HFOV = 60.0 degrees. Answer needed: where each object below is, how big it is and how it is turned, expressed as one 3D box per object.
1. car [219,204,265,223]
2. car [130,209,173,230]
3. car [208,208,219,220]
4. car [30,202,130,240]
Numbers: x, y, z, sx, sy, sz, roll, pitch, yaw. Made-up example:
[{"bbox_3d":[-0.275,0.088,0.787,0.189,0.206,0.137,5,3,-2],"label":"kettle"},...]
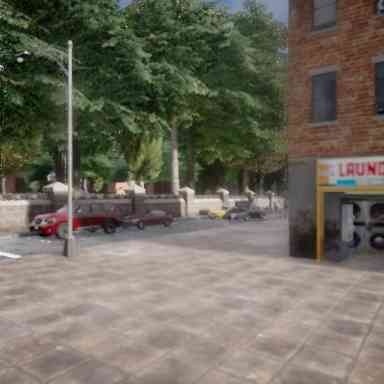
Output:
[{"bbox_3d":[4.814,1.829,29.286,2.128,1.511,4.902,0,-1,36],"label":"car"},{"bbox_3d":[-2.992,1.800,22.792,1.802,1.307,4.206,-1,-1,36],"label":"car"},{"bbox_3d":[3.268,1.872,31.505,1.752,1.417,4.829,-1,-1,36],"label":"car"},{"bbox_3d":[-6.172,1.470,18.371,2.192,1.841,5.009,-1,-1,36],"label":"car"}]
